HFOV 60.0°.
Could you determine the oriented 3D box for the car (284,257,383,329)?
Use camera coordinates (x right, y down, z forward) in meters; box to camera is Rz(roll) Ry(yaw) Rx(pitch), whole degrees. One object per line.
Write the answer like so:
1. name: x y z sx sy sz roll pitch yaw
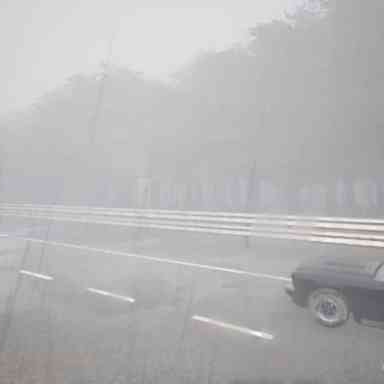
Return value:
1. car: 4.005 1.603 5.312 4.718 1.301 1.895 0 0 35
